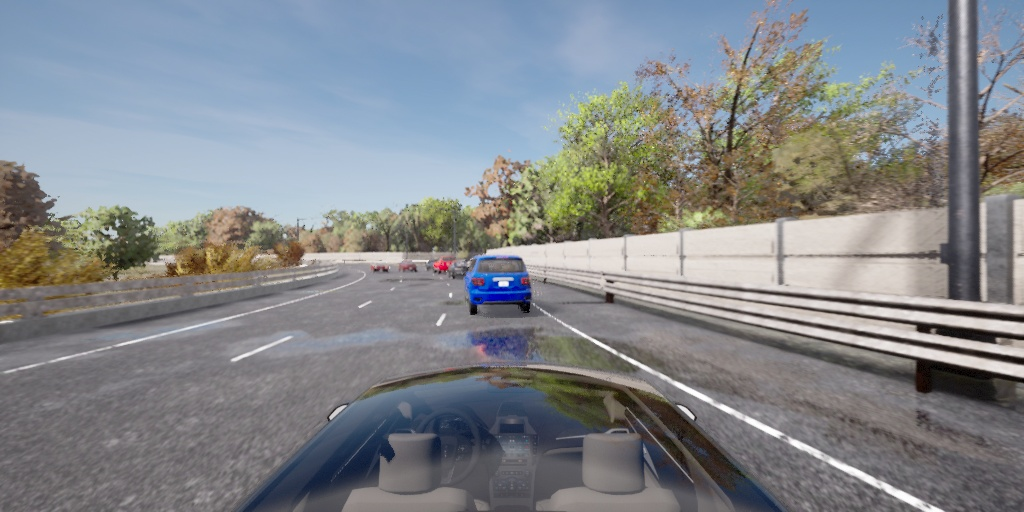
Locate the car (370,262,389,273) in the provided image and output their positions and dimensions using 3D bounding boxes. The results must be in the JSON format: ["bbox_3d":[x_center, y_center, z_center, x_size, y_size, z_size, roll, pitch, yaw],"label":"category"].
[{"bbox_3d":[-16.931,1.467,45.692,1.895,1.301,4.718,0,0,-26],"label":"car"}]

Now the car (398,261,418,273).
[{"bbox_3d":[-13.750,1.380,47.151,1.812,1.442,4.674,0,0,-26],"label":"car"}]

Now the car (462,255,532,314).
[{"bbox_3d":[-0.698,0.988,14.125,2.150,2.045,5.566,0,0,-9],"label":"car"}]

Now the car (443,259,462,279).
[{"bbox_3d":[-4.874,1.294,33.277,2.128,1.511,4.902,0,0,-17],"label":"car"}]

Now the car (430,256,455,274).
[{"bbox_3d":[-7.921,1.047,42.521,2.150,2.045,5.566,0,0,-20],"label":"car"}]

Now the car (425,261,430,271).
[{"bbox_3d":[-10.282,1.405,48.159,1.994,1.385,4.181,0,0,-26],"label":"car"}]
